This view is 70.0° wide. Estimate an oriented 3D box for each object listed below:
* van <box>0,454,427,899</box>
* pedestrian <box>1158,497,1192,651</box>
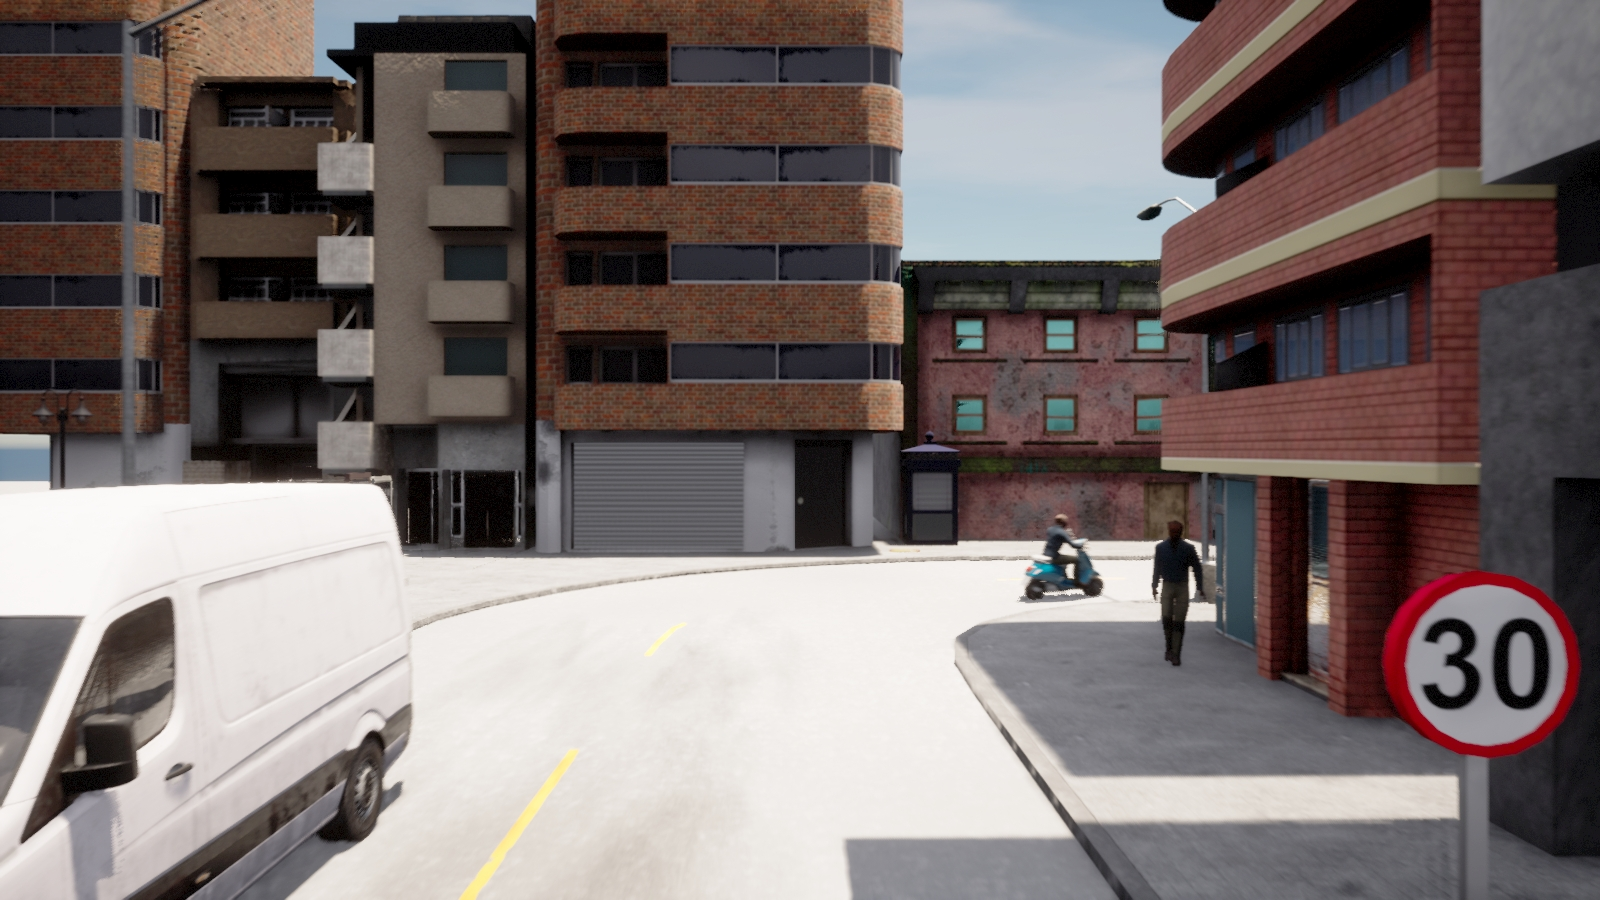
[{"bbox_3d":[-4.077,1.314,6.527,1.988,2.561,5.915,0,0,0],"label":"van"},{"bbox_3d":[4.657,1.524,14.189,0.375,1.860,0.375,0,0,22],"label":"pedestrian"}]
